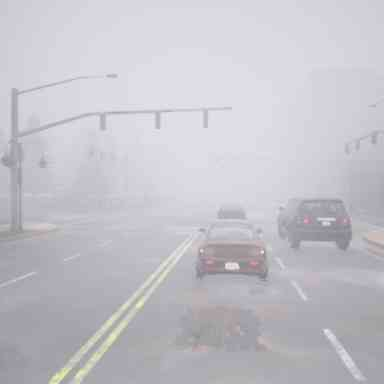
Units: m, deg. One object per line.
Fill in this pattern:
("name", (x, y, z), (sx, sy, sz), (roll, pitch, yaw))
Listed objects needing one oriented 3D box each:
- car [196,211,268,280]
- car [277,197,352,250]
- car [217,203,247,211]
("car", (1.156, 1.539, 9.938), (1.812, 1.442, 4.674), (0, 0, 6))
("car", (5.205, 1.249, 14.798), (2.150, 2.045, 5.566), (0, 0, 6))
("car", (2.763, 1.507, 23.163), (1.882, 1.535, 5.008), (0, 0, 8))
